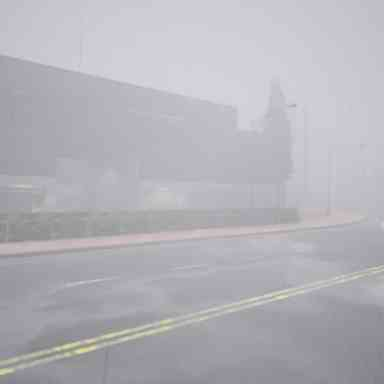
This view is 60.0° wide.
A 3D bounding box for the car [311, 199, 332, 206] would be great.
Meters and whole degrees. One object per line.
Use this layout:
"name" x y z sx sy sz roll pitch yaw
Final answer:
"car" 25.212 2.149 64.987 1.837 1.490 4.892 1 0 -18
